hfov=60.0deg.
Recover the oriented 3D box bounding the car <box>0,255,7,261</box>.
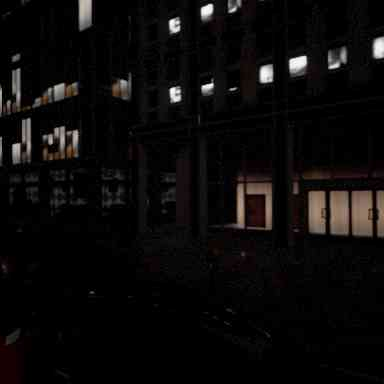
[{"bbox_3d":[-5.380,1.524,6.720,4.097,1.590,1.967,-1,0,36],"label":"car"}]

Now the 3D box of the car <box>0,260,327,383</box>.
[{"bbox_3d":[-0.784,1.608,3.436,4.206,1.307,1.802,-1,0,36],"label":"car"}]
